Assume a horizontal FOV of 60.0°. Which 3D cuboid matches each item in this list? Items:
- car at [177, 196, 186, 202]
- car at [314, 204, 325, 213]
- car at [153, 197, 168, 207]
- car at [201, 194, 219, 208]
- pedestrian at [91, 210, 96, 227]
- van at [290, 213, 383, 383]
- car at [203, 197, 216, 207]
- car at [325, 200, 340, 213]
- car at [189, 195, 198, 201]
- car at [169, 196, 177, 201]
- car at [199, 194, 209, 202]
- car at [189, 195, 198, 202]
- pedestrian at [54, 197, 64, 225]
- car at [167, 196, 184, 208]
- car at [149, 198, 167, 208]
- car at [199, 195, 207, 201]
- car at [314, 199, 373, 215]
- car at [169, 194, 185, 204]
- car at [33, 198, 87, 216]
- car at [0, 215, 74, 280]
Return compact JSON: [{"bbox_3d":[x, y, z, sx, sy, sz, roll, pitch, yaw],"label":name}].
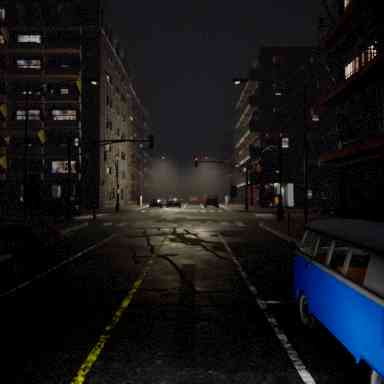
[{"bbox_3d":[-2.403,1.647,77.467,2.033,1.411,5.357,0,0,0],"label":"car"},{"bbox_3d":[13.724,1.555,30.180,4.718,1.301,1.895,0,-1,0],"label":"car"},{"bbox_3d":[-5.061,1.609,53.596,1.947,1.339,4.313,1,0,0],"label":"car"},{"bbox_3d":[2.798,1.352,48.046,2.192,1.841,5.009,1,0,0],"label":"car"},{"bbox_3d":[-6.364,1.691,21.701,0.500,1.100,0.500,1,-1,0],"label":"pedestrian"},{"bbox_3d":[2.568,1.343,4.335,1.690,1.788,3.998,1,0,0],"label":"van"},{"bbox_3d":[2.820,1.569,53.775,1.752,1.417,4.829,1,0,0],"label":"car"},{"bbox_3d":[13.866,1.452,27.715,4.403,1.369,2.008,0,-1,0],"label":"car"},{"bbox_3d":[0.395,1.522,88.066,2.128,1.511,4.902,0,0,0],"label":"car"},{"bbox_3d":[-4.914,1.710,86.968,2.008,1.369,4.403,1,0,0],"label":"car"},{"bbox_3d":[2.945,1.443,81.404,2.192,1.841,5.009,1,0,0],"label":"car"},{"bbox_3d":[0.348,1.579,77.641,1.882,1.535,5.008,0,0,0],"label":"car"},{"bbox_3d":[-8.477,1.158,21.124,0.375,1.860,0.375,1,-1,0],"label":"pedestrian"},{"bbox_3d":[-2.626,1.601,48.292,1.994,1.385,4.181,0,0,1],"label":"car"},{"bbox_3d":[-5.086,1.603,48.035,1.947,1.339,4.313,1,0,0],"label":"car"},{"bbox_3d":[2.968,1.600,86.968,1.967,1.590,4.097,1,0,0],"label":"car"},{"bbox_3d":[14.996,1.492,33.124,5.008,1.535,1.882,0,-1,1],"label":"car"},{"bbox_3d":[-2.577,1.553,57.172,1.837,1.490,4.892,0,0,0],"label":"car"},{"bbox_3d":[-11.947,1.376,30.200,4.553,1.767,2.097,0,-1,3],"label":"car"},{"bbox_3d":[-5.258,1.588,9.956,1.802,1.307,4.206,1,0,0],"label":"car"}]
